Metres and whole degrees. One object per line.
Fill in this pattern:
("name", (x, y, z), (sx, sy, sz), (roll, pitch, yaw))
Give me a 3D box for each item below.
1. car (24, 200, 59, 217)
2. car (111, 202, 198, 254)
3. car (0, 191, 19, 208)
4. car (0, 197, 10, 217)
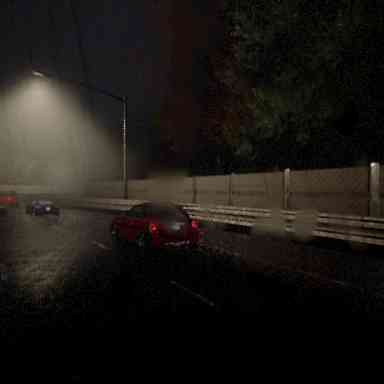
("car", (-12.860, 1.331, 28.394), (1.994, 1.385, 4.181), (0, 1, -39))
("car", (-1.661, 1.239, 13.303), (2.097, 1.767, 4.553), (0, 1, -31))
("car", (-22.891, 0.888, 40.924), (2.150, 2.045, 5.566), (-1, 1, -38))
("car", (-16.897, 1.341, 27.484), (1.994, 1.385, 4.181), (0, 1, -43))
